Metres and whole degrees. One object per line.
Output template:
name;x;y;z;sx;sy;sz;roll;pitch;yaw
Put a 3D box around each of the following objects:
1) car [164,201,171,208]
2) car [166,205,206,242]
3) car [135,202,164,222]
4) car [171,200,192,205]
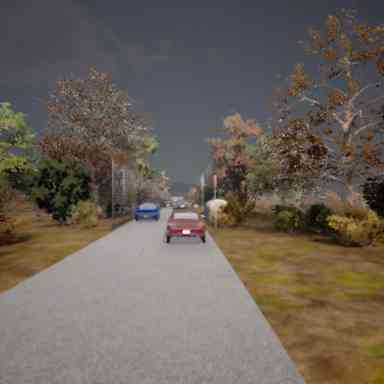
car;-4.995;2.613;69.708;2.128;1.511;4.902;0;-2;-2
car;-0.327;1.579;16.741;1.812;1.442;4.674;0;0;-2
car;-3.680;1.642;28.291;1.882;1.535;5.008;0;-1;-2
car;-1.112;1.674;38.870;2.097;1.767;4.553;0;-1;-2
